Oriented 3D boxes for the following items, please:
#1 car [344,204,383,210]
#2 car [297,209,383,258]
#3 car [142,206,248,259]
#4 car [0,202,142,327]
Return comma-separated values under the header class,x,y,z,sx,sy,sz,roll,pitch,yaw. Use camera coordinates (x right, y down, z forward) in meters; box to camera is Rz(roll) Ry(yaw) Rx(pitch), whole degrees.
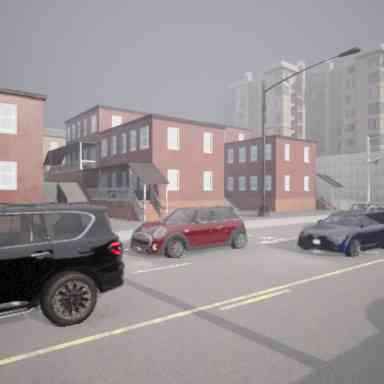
class,x,y,z,sx,sy,sz,roll,pitch,yaw
car,10.498,1.492,20.613,4.902,1.511,2.128,0,0,-37
car,5.968,1.562,12.856,4.181,1.385,1.994,0,0,-37
car,-0.031,1.352,12.738,4.553,1.767,2.097,0,0,-37
car,-3.849,1.223,5.455,5.566,2.045,2.150,0,0,-38
